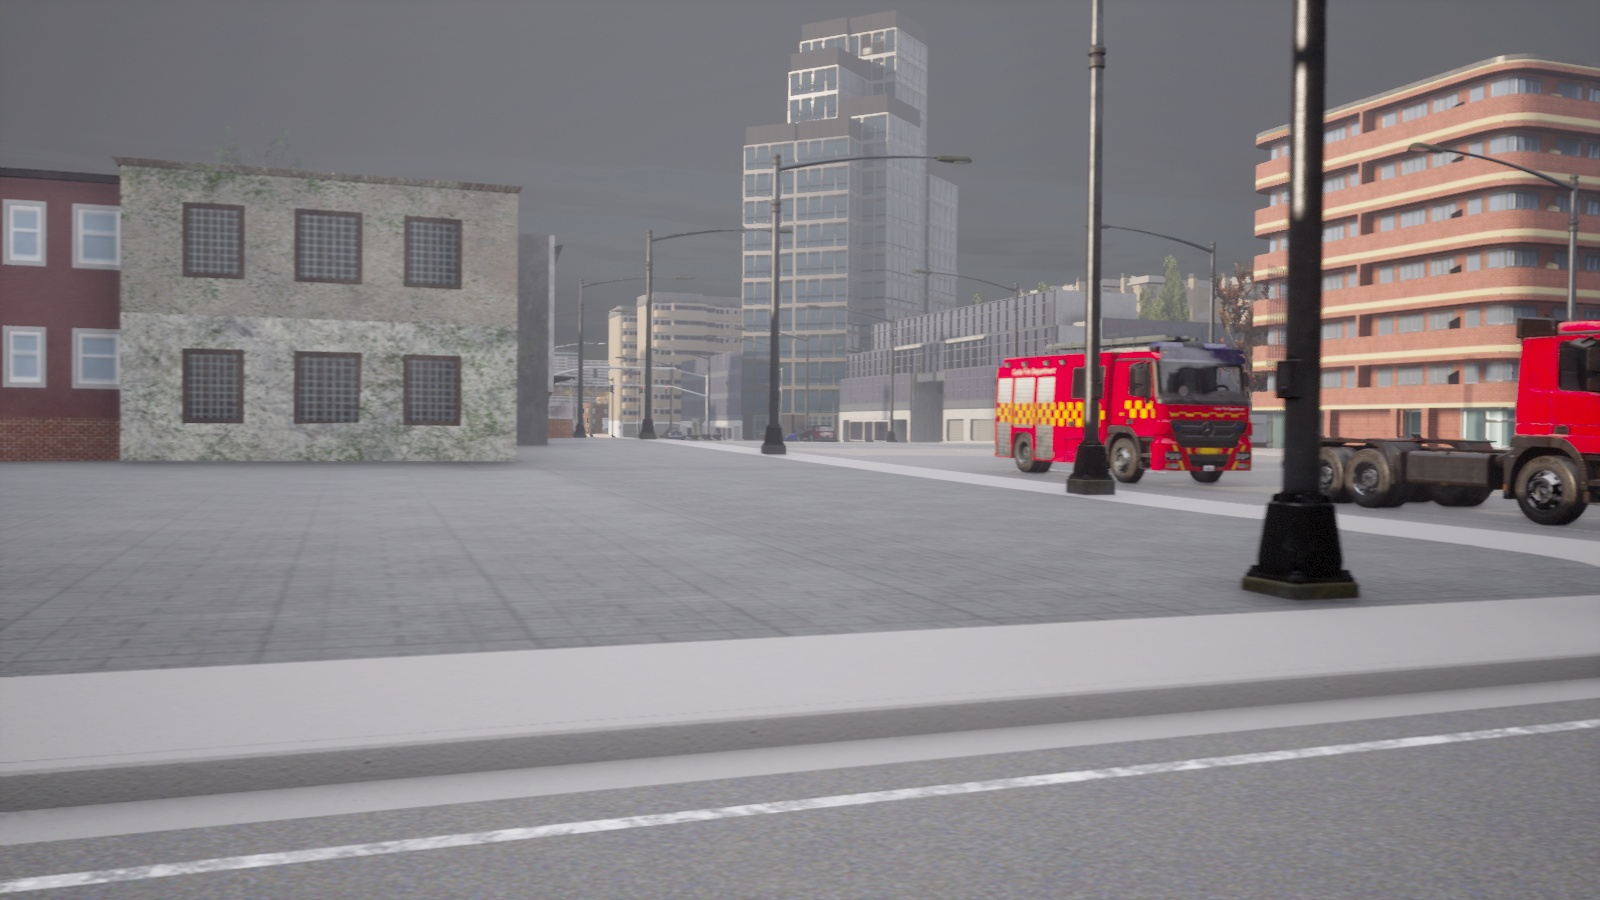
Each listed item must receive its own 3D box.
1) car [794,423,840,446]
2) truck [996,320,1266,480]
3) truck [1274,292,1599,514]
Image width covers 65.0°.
[{"bbox_3d":[1.277,-1.205,97.016,2.033,1.649,4.856,-1,-1,-20],"label":"car"},{"bbox_3d":[8.719,-1.339,34.533,2.891,3.827,8.468,-1,2,-20],"label":"truck"},{"bbox_3d":[12.740,-0.835,23.277,2.891,3.462,7.936,-1,2,-20],"label":"truck"}]
